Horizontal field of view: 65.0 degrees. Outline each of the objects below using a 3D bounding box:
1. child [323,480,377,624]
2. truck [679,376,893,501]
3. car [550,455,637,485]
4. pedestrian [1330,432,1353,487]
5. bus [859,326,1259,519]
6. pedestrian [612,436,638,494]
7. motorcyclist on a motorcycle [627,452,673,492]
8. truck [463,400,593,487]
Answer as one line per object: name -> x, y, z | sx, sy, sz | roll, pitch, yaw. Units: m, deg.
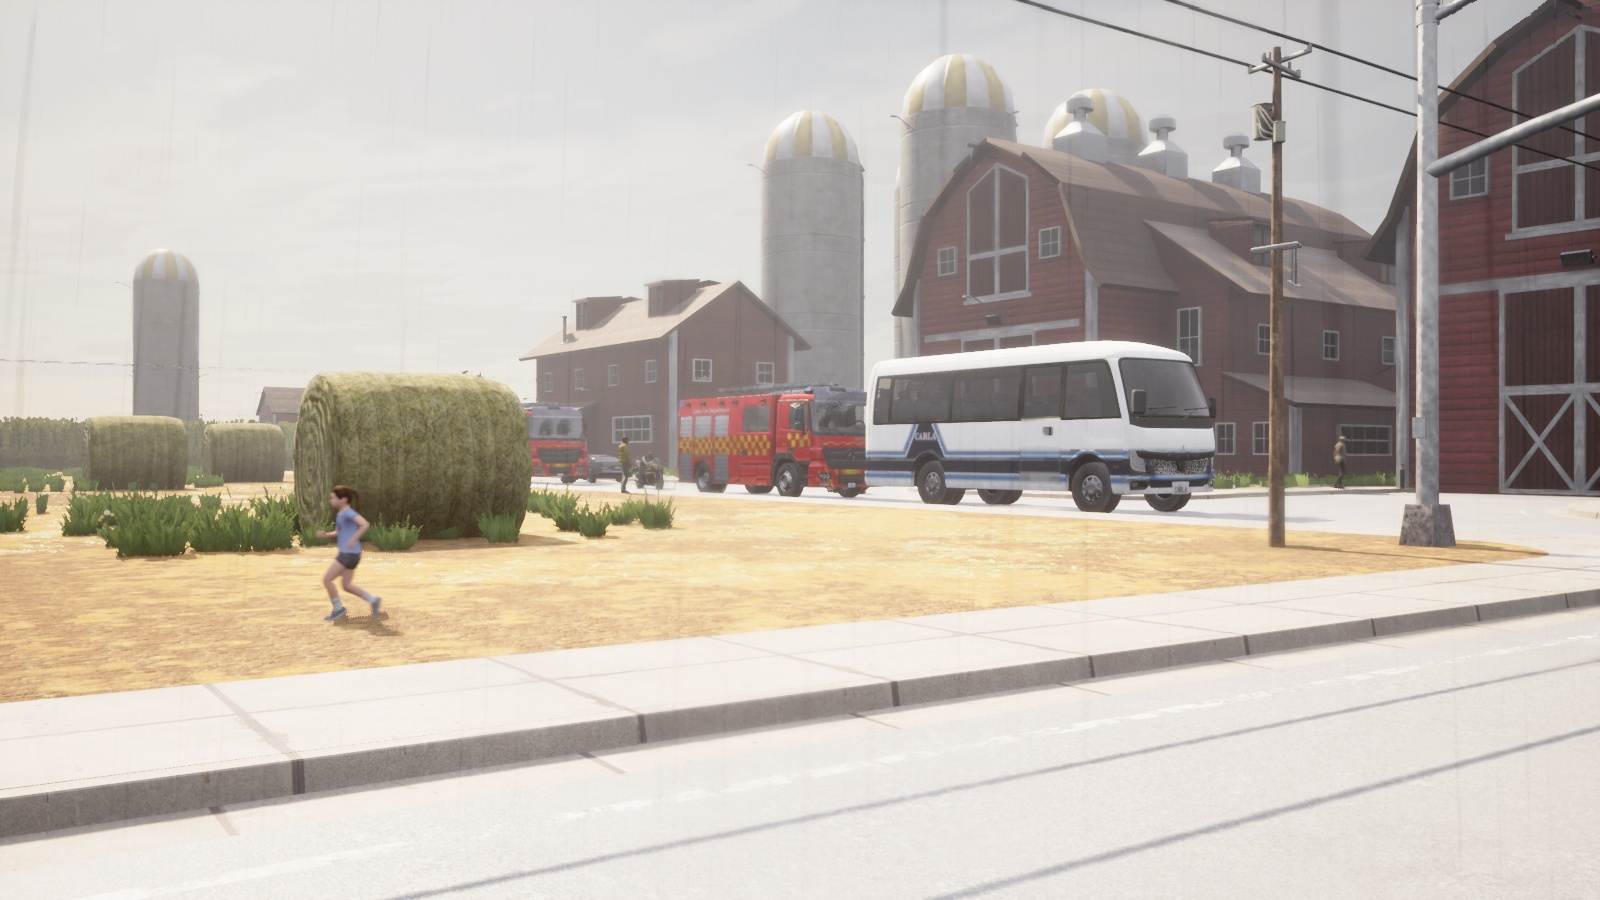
child -> -3.549, 0.793, 9.911 | 0.394, 1.110, 0.255 | 0, 0, -18
truck -> -0.707, -0.342, 42.652 | 2.891, 3.827, 8.468 | 0, 0, -36
car -> -10.182, 0.937, 61.717 | 2.033, 1.411, 5.357 | 0, 0, -36
pedestrian -> 18.272, 0.324, 42.395 | 0.634, 1.846, 0.331 | 0, 0, -13
bus -> 6.317, -0.595, 32.948 | 3.944, 4.253, 10.273 | 0, 0, -36
pedestrian -> -5.554, 0.475, 39.772 | 0.726, 1.835, 0.370 | 0, 0, -28
motorcyclist on a motorcycle -> -5.970, 0.869, 49.922 | 0.866, 1.530, 2.191 | -1, 0, -36
truck -> -13.089, -0.273, 59.764 | 2.891, 3.827, 8.468 | 0, 0, -36
